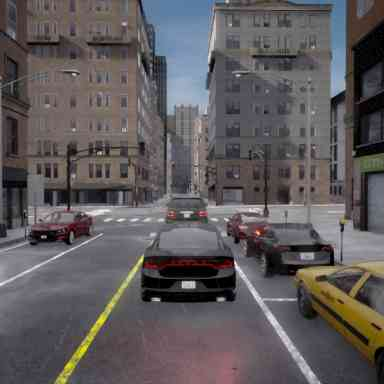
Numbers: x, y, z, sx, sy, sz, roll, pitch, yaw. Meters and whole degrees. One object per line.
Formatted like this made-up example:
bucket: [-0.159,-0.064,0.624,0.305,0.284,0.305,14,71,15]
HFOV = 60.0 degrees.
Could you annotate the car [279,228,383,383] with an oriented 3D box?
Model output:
car: [2.801,1.524,4.581,1.752,1.417,4.829,-1,0,-1]

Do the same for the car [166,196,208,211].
car: [-0.291,1.215,18.434,2.150,2.045,5.566,0,0,-1]

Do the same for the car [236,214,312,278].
car: [2.715,1.563,9.997,1.947,1.339,4.313,-1,0,-1]

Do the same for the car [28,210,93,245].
car: [-5.919,1.539,15.442,1.887,1.381,4.507,-1,0,-1]

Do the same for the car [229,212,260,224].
car: [2.625,1.576,15.582,1.802,1.307,4.206,-1,0,-1]

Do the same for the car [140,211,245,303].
car: [-0.083,1.475,8.304,1.882,1.535,5.008,0,0,-1]
